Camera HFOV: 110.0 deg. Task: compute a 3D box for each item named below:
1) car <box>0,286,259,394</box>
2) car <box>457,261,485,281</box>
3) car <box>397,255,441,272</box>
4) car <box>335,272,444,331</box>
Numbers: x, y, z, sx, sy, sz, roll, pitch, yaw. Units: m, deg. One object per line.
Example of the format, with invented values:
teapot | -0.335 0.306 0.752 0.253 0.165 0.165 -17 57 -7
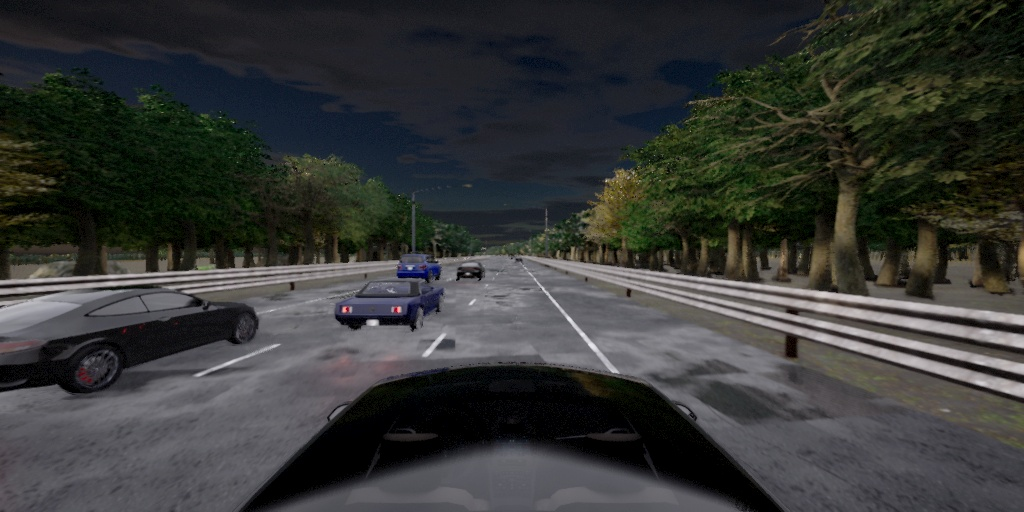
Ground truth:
car | -6.894 1.262 6.504 1.812 1.442 4.674 0 0 1
car | -3.261 1.159 29.073 1.882 1.535 5.008 0 0 0
car | -6.777 0.909 26.590 2.150 2.045 5.566 0 0 0
car | -3.363 1.331 10.934 1.895 1.301 4.718 0 0 0
